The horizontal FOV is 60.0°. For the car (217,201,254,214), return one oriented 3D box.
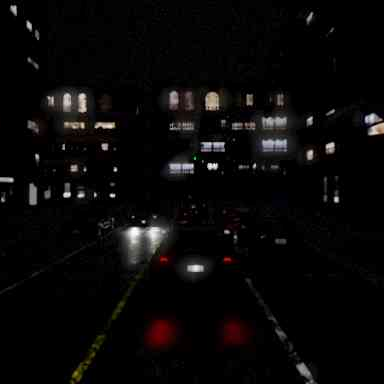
[{"bbox_3d":[2.581,1.381,17.293,1.887,1.381,4.507,1,1,0],"label":"car"}]

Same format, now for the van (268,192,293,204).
[{"bbox_3d":[13.104,0.863,47.987,3.998,1.788,1.690,0,0,0],"label":"van"}]

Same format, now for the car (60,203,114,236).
[{"bbox_3d":[-5.266,1.403,17.272,1.947,1.339,4.313,1,1,0],"label":"car"}]

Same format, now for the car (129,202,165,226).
[{"bbox_3d":[-2.828,1.342,22.090,2.033,1.411,5.357,0,0,0],"label":"car"}]

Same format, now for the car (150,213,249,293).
[{"bbox_3d":[0.081,1.480,8.669,1.994,1.385,4.181,0,1,0],"label":"car"}]

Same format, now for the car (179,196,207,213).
[{"bbox_3d":[0.098,1.110,26.304,2.097,1.767,4.553,0,0,0],"label":"car"}]

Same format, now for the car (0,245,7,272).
[{"bbox_3d":[-5.283,1.466,5.972,1.752,1.417,4.829,1,1,0],"label":"car"}]

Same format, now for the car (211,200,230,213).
[{"bbox_3d":[2.586,1.306,28.420,1.947,1.339,4.313,1,0,0],"label":"car"}]

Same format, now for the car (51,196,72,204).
[{"bbox_3d":[-19.680,1.282,47.959,4.403,1.369,2.008,0,0,0],"label":"car"}]

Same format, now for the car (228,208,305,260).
[{"bbox_3d":[2.579,1.453,11.728,1.947,1.339,4.313,1,1,0],"label":"car"}]

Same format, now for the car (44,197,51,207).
[{"bbox_3d":[-19.641,1.154,39.819,4.097,1.590,1.967,0,0,0],"label":"car"}]
